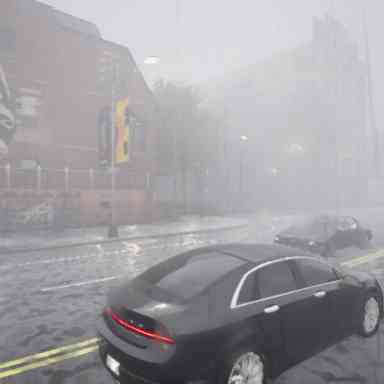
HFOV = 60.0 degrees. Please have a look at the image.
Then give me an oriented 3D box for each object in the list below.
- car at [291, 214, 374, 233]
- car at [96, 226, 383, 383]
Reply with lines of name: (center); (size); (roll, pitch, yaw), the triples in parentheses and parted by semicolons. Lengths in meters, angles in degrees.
car: (5.454, 1.621, 13.369); (5.357, 1.411, 2.033); (0, -1, -41)
car: (1.073, 1.536, 4.956); (4.892, 1.490, 1.837); (0, 0, -39)
